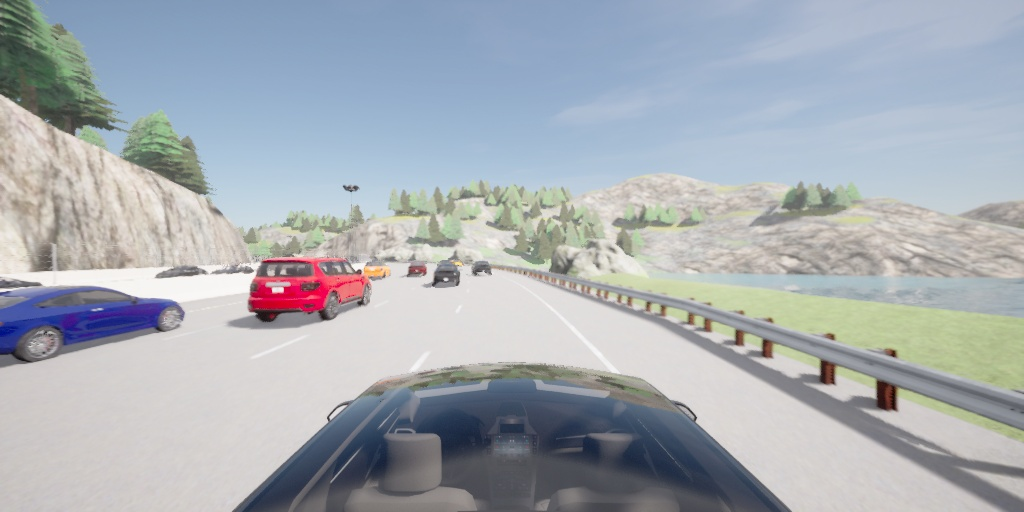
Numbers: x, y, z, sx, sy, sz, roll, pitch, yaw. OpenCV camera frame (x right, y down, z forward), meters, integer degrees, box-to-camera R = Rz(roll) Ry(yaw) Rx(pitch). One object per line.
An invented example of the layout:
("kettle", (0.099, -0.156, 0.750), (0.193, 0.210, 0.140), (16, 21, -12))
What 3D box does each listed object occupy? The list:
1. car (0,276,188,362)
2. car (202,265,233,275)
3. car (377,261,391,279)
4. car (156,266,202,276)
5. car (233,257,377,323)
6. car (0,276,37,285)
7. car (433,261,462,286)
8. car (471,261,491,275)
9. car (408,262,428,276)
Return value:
("car", (-10.391, 1.415, 8.459), (1.812, 1.442, 4.674), (0, 0, -3))
("car", (-27.628, 1.652, 35.502), (2.128, 1.511, 4.902), (-1, 0, -11))
("car", (-13.093, 1.283, 34.711), (2.097, 1.767, 4.553), (-1, 0, -10))
("car", (-30.866, 1.675, 33.650), (1.837, 1.490, 4.892), (-1, 0, -10))
("car", (-6.921, 1.066, 12.955), (2.150, 2.045, 5.566), (0, 0, -4))
("car", (-21.489, 1.529, 13.753), (2.128, 1.511, 4.902), (-1, 0, -4))
("car", (-4.792, 1.324, 26.582), (1.837, 1.490, 4.892), (0, 0, -8))
("car", (-3.457, 1.309, 39.884), (1.837, 1.490, 4.892), (0, 0, -11))
("car", (-10.407, 1.375, 39.637), (1.882, 1.535, 5.008), (0, 0, -12))
